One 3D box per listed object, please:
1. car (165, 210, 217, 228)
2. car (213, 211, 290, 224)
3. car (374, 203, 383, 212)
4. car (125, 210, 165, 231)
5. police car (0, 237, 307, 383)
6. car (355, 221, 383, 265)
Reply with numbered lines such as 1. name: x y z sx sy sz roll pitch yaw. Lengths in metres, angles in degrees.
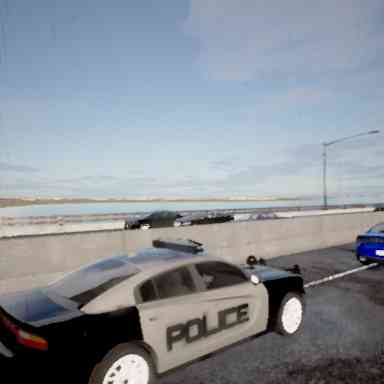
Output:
1. car: 0.913 2.026 22.931 4.902 1.511 2.128 0 -2 -39
2. car: 4.179 2.001 21.086 5.357 1.411 2.033 0 -2 -39
3. car: 29.347 2.402 50.385 4.181 1.385 1.994 0 -2 -38
4. car: -2.554 2.090 24.611 5.008 1.535 1.882 0 -2 -39
5. police car: -0.096 1.556 5.198 5.238 1.638 1.930 0 -2 -40
6. car: 7.520 1.670 11.483 5.008 1.535 1.882 0 -2 -39
